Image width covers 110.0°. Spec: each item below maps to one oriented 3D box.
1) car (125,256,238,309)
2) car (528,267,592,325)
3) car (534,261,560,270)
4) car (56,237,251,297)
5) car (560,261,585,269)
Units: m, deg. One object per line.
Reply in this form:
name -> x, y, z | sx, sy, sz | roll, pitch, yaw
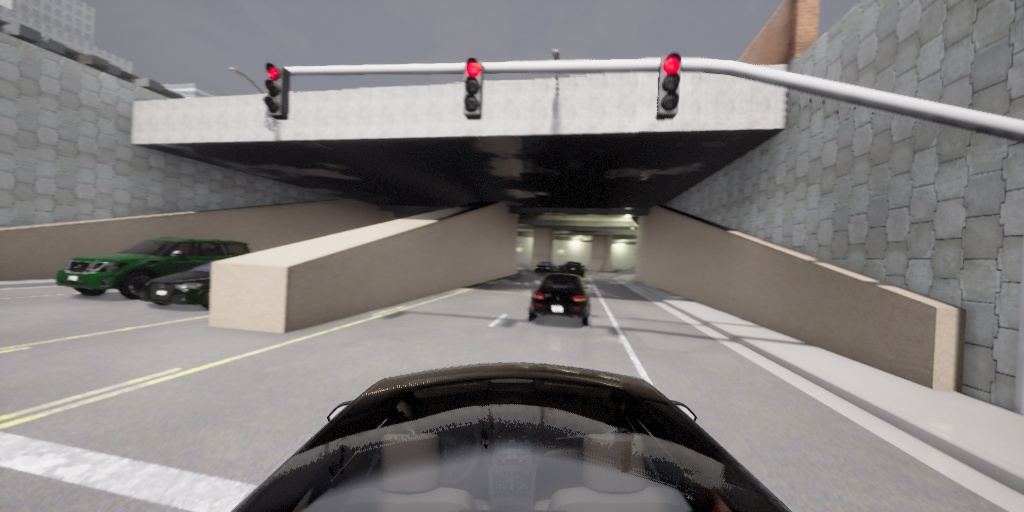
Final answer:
car -> -9.211, 0.828, 11.755 | 1.994, 1.385, 4.181 | 3, 0, 10
car -> 1.698, 1.320, 12.241 | 1.812, 1.442, 4.674 | 3, 0, 11
car -> 3.966, 1.347, 41.331 | 2.033, 1.411, 5.357 | 3, 0, 17
car -> -12.462, 0.321, 13.306 | 2.150, 2.045, 5.566 | 3, 0, 10
car -> 6.402, 1.286, 36.783 | 2.097, 1.767, 4.553 | 3, 0, 13
